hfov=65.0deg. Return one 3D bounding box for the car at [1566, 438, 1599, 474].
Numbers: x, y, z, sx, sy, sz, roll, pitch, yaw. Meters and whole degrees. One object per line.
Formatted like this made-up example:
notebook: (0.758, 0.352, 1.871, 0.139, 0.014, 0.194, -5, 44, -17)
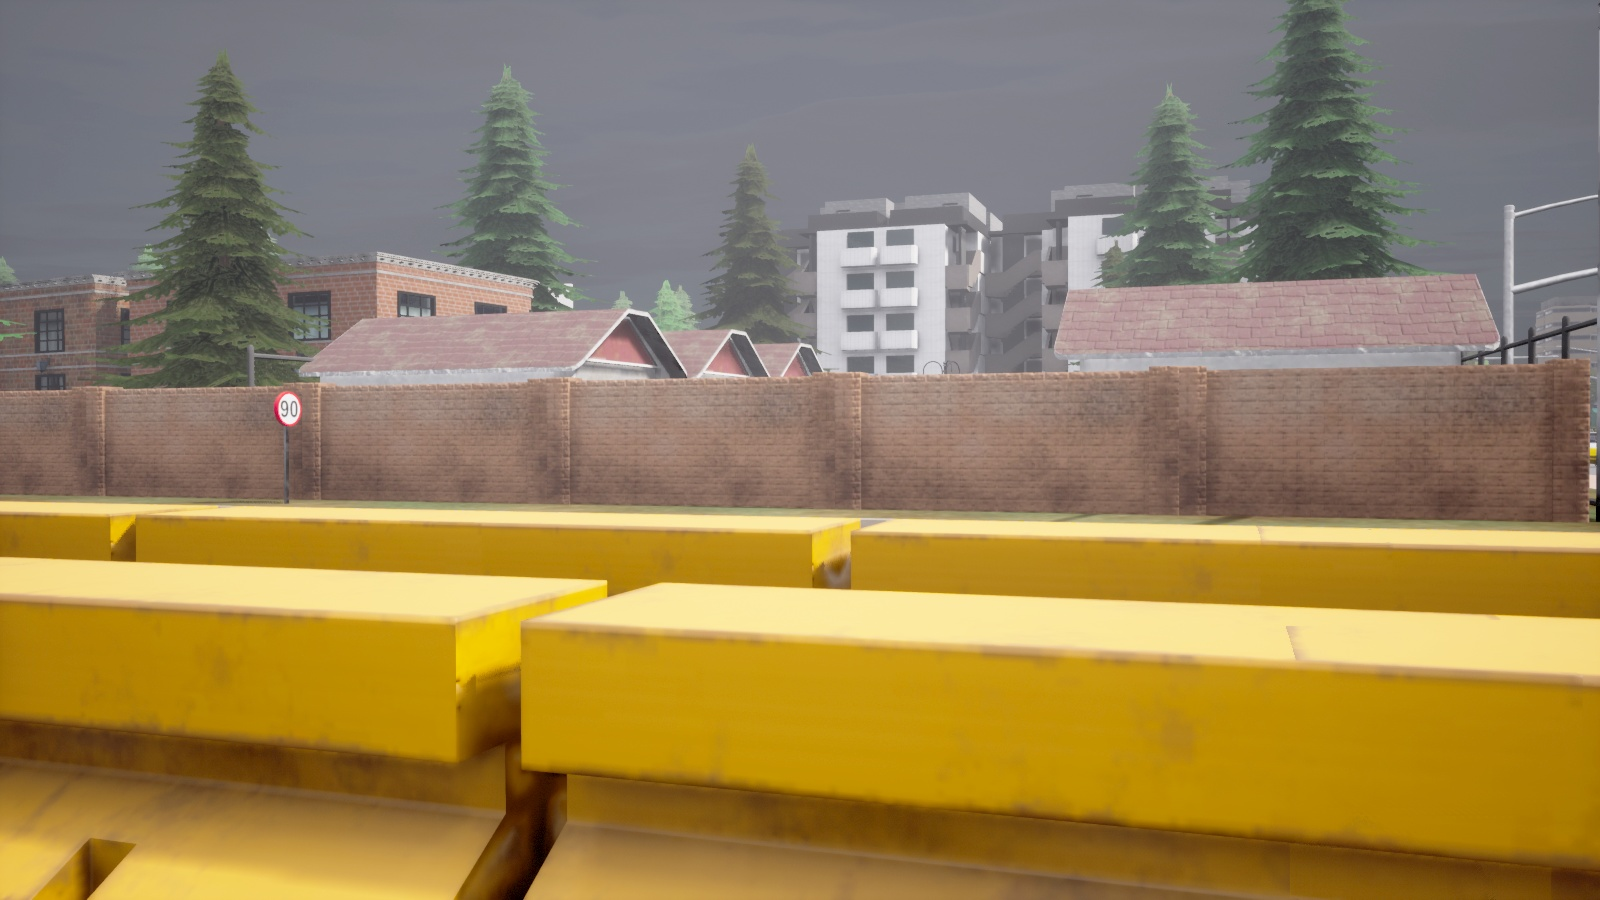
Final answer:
car: (30.783, 0.218, 48.623, 1.481, 1.376, 2.207, 1, 1, 20)
